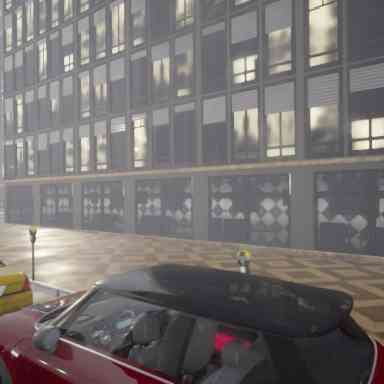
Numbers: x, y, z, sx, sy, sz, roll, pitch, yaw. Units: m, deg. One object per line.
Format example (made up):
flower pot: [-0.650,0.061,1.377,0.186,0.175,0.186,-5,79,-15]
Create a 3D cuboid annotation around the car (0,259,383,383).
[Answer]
car: [-0.350,1.441,3.143,4.097,1.590,1.967,0,-1,35]
